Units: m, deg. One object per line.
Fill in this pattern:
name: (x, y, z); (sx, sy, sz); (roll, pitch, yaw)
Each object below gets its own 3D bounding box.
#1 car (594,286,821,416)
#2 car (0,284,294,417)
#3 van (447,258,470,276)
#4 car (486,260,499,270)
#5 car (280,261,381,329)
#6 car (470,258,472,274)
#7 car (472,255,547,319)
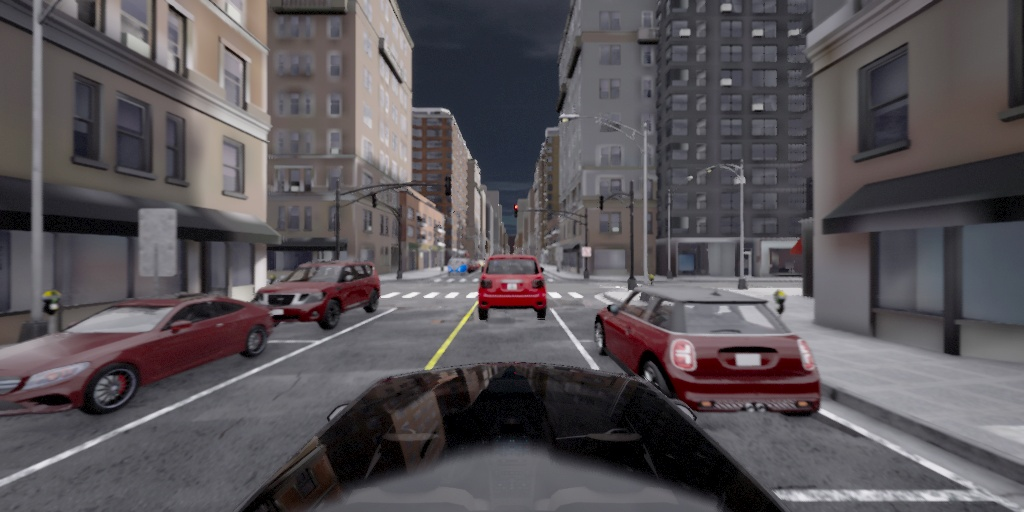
car: (2.670, 1.202, 5.991); (1.967, 1.591, 4.097); (0, 0, 0)
car: (-5.856, 1.344, 5.966); (1.802, 1.307, 4.207); (0, 0, 0)
van: (-5.852, 1.190, 38.437); (1.690, 1.789, 3.998); (0, 0, 0)
car: (-3.062, 1.376, 57.439); (1.882, 1.535, 5.008); (0, 0, 0)
car: (-5.856, 1.092, 11.490); (2.192, 1.841, 5.009); (0, 0, 0)
car: (-5.852, 1.179, 44.034); (2.192, 1.841, 5.009); (0, 0, 0)
car: (0.023, 1.000, 13.037); (2.150, 2.045, 5.566); (0, -1, 0)
